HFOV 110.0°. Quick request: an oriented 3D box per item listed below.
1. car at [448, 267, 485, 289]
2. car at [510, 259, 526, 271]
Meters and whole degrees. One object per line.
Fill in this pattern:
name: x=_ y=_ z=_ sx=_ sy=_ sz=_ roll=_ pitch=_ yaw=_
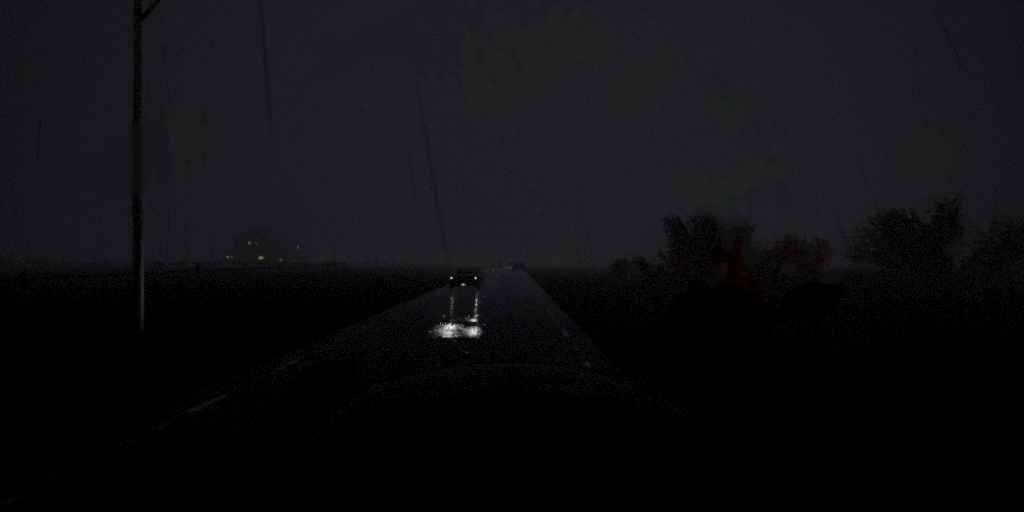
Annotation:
car: x=-2.843 y=1.373 z=23.170 sx=1.895 sy=1.301 sz=4.718 roll=0 pitch=0 yaw=0
car: x=0.977 y=1.365 z=52.454 sx=1.882 sy=1.535 sz=5.008 roll=0 pitch=0 yaw=0
